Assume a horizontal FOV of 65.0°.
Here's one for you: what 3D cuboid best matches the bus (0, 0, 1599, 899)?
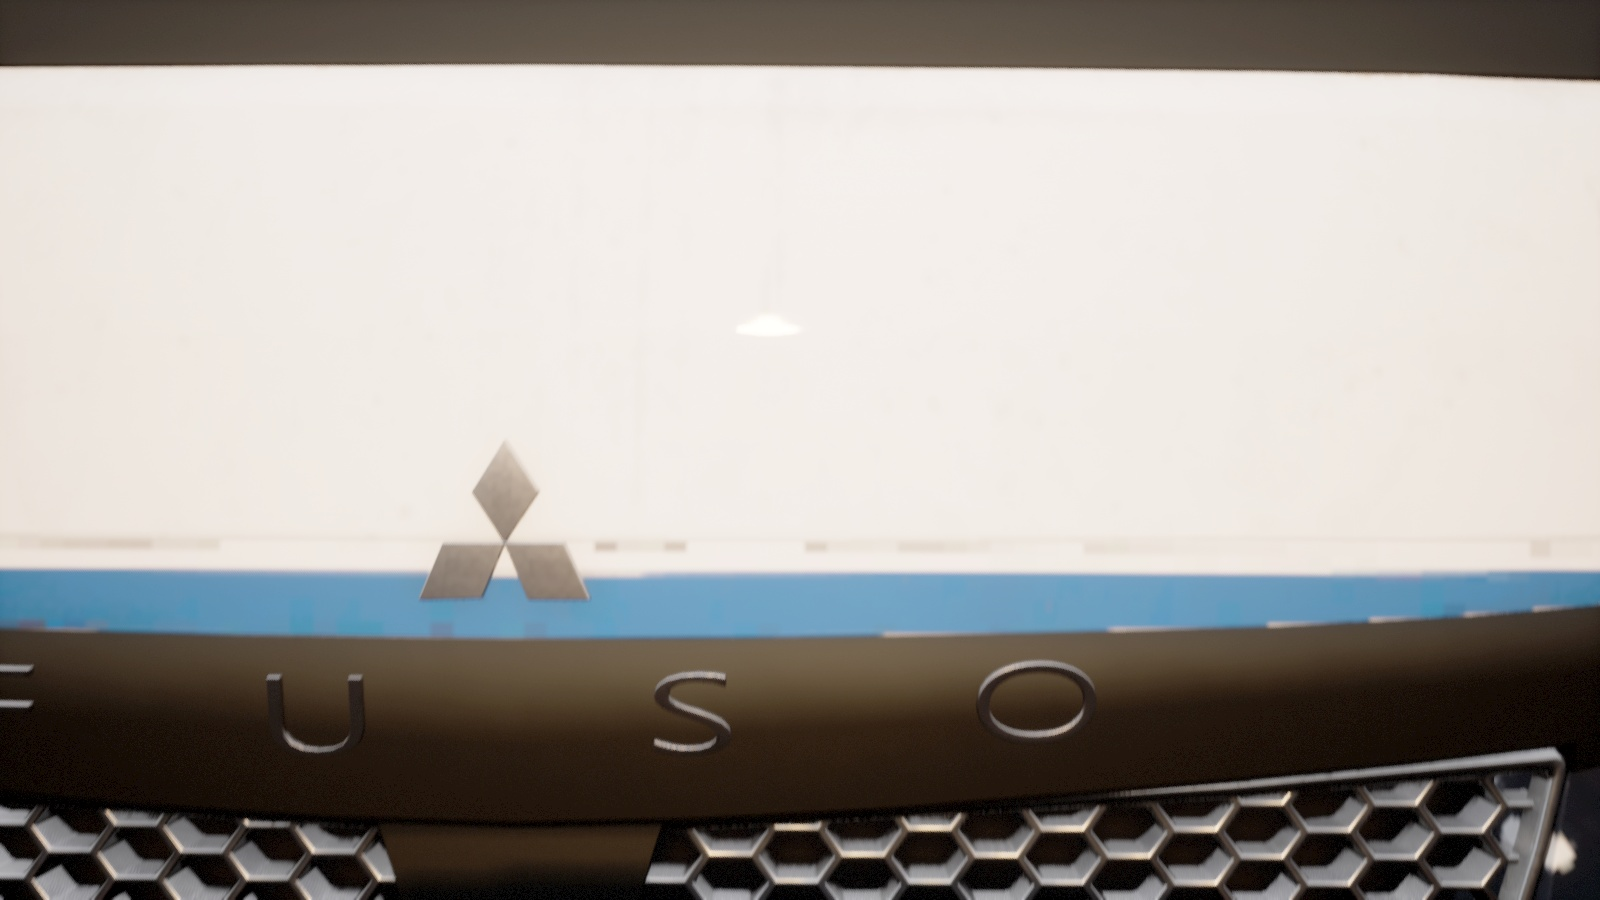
[{"bbox_3d":[-0.260,-0.478,5.724,3.944,4.253,10.273,0,0,0],"label":"bus"}]
